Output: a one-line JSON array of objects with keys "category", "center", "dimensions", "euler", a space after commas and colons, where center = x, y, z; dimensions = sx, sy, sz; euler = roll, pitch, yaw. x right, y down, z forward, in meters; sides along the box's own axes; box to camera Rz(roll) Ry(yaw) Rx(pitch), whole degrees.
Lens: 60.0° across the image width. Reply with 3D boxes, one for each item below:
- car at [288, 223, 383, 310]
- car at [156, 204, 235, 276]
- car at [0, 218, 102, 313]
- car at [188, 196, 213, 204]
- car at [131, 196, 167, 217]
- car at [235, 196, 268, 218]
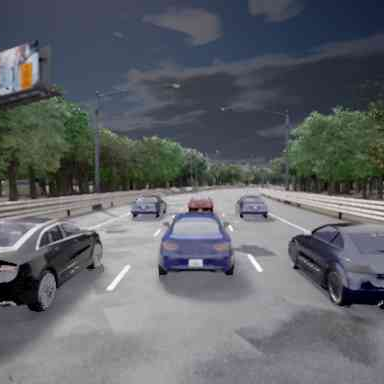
[{"category": "car", "center": [3.594, 1.375, 7.504], "dimensions": [1.994, 1.385, 4.181], "euler": [0, 1, 1]}, {"category": "car", "center": [0.126, 1.290, 9.403], "dimensions": [1.812, 1.442, 4.674], "euler": [0, 2, 1]}, {"category": "car", "center": [-3.414, 1.309, 7.248], "dimensions": [2.128, 1.511, 4.902], "euler": [0, 1, 1]}, {"category": "car", "center": [0.768, 0.943, 26.620], "dimensions": [1.895, 1.301, 4.718], "euler": [0, 1, 4]}, {"category": "car", "center": [-2.925, 0.966, 23.511], "dimensions": [2.033, 1.411, 5.357], "euler": [0, 1, 3]}, {"category": "car", "center": [4.074, 0.971, 23.284], "dimensions": [2.033, 1.411, 5.357], "euler": [0, 1, 3]}]
